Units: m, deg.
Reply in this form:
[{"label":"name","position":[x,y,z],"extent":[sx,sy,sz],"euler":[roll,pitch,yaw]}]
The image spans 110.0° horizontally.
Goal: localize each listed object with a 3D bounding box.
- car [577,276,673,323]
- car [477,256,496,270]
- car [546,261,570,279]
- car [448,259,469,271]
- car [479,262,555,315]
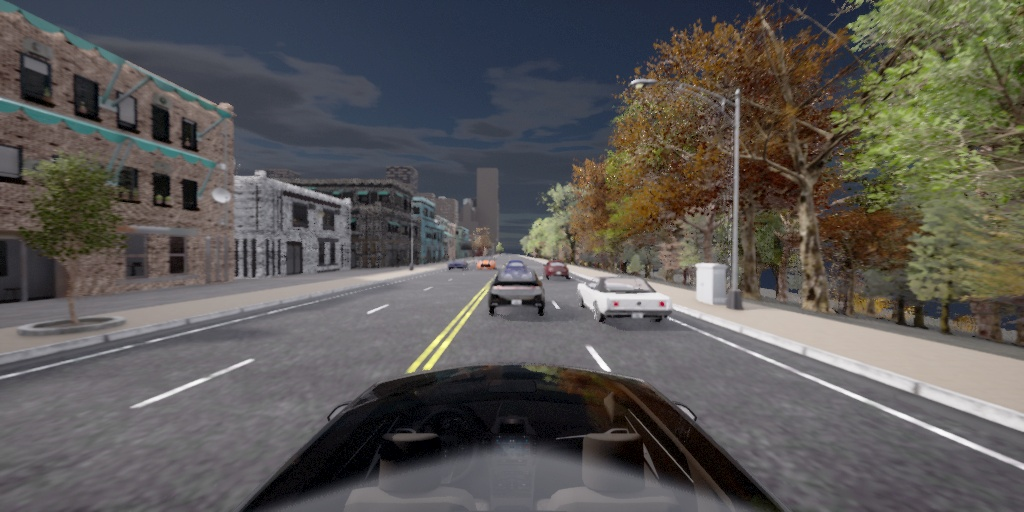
[{"label":"car","position":[3.398,1.296,11.824],"extent":[1.895,1.301,4.718],"euler":[0,0,1]},{"label":"car","position":[-3.023,0.801,43.200],"extent":[2.097,1.767,4.553],"euler":[0,1,1]},{"label":"car","position":[3.542,1.101,29.345],"extent":[1.812,1.442,4.674],"euler":[0,0,1]},{"label":"car","position":[-6.288,1.044,42.124],"extent":[1.895,1.301,4.718],"euler":[0,0,1]},{"label":"car","position":[0.161,1.163,13.208],"extent":[2.128,1.511,4.902],"euler":[0,0,1]}]
